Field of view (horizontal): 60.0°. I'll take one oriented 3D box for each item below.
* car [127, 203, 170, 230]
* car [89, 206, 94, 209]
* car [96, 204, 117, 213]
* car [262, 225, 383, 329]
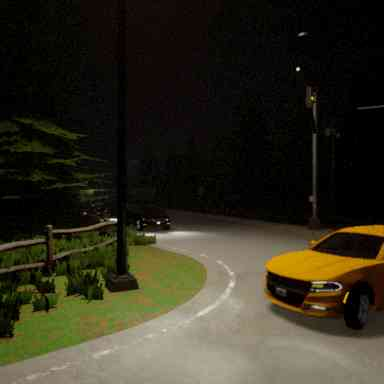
[{"bbox_3d":[-2.893,1.478,20.716,1.837,1.490,4.892,0,0,-25],"label":"car"},{"bbox_3d":[-11.219,1.499,39.095,1.812,1.442,4.674,0,0,-24],"label":"car"},{"bbox_3d":[-7.045,1.537,29.761,1.994,1.385,4.181,0,0,-24],"label":"car"},{"bbox_3d":[3.770,1.471,6.986,5.008,1.535,1.882,0,-1,-28],"label":"car"}]
